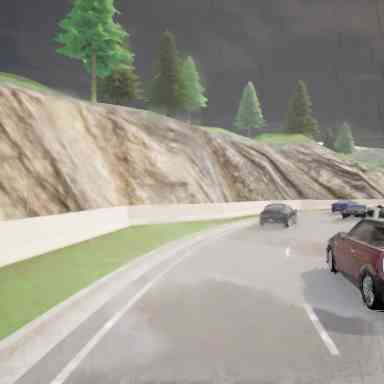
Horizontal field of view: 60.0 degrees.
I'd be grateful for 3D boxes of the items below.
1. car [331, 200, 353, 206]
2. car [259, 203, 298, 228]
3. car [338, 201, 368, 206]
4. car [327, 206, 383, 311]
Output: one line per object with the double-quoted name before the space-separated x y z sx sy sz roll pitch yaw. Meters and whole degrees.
"car" 17.543 1.622 37.520 5.008 1.535 1.882 0 0 -42
"car" 6.020 1.555 22.861 1.837 1.490 4.892 0 0 27
"car" 14.809 1.722 29.484 1.895 1.301 4.718 0 0 39
"car" 4.690 1.390 7.833 2.097 1.767 4.553 1 0 10
